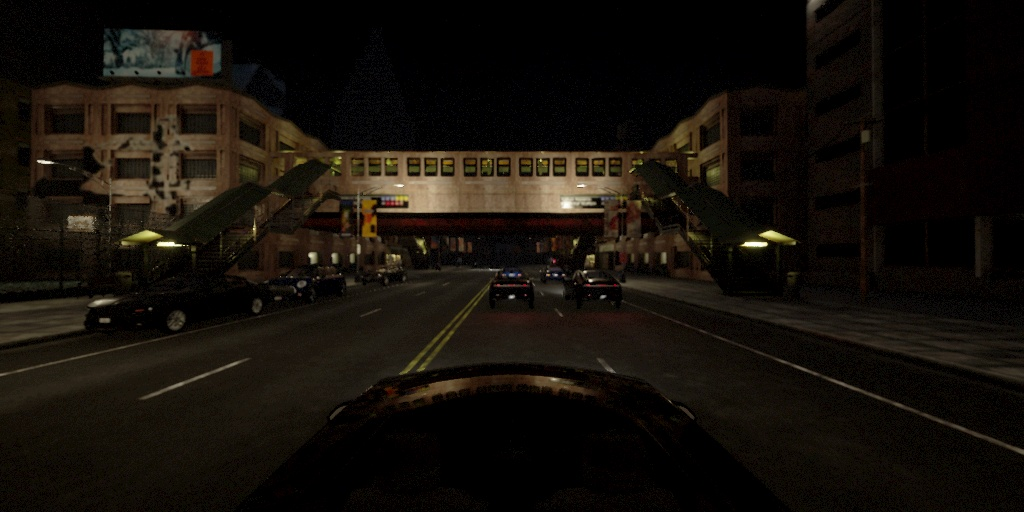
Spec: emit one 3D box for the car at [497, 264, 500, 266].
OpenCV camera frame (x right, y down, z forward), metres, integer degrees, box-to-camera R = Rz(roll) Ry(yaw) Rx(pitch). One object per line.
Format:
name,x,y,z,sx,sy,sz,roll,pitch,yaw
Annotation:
car,-0.025,1.565,30.836,2.033,1.411,5.357,0,0,0

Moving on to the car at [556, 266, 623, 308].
car,3.491,1.375,16.145,2.128,1.511,4.902,0,0,0

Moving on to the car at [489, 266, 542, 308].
car,-0.009,1.375,16.144,2.128,1.511,4.902,0,0,0

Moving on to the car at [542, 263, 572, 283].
car,3.475,1.565,30.838,2.033,1.411,5.357,0,0,0
